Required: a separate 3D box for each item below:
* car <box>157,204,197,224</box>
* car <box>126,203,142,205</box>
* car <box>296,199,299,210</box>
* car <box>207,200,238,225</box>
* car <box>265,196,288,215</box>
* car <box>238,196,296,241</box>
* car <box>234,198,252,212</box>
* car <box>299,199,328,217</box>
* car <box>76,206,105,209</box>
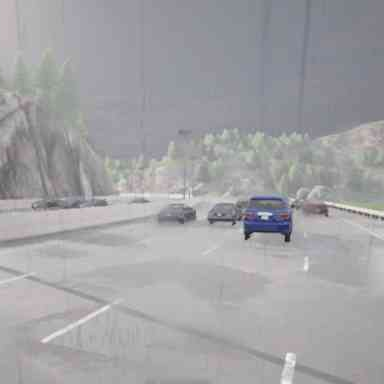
[{"bbox_3d":[-1.020,1.548,24.634,1.994,1.385,4.181,0,0,16],"label":"car"},{"bbox_3d":[-7.210,1.519,44.766,2.033,1.411,5.357,0,0,11],"label":"car"},{"bbox_3d":[13.712,1.521,41.716,2.033,1.411,5.357,0,0,10],"label":"car"},{"bbox_3d":[2.472,1.532,23.979,2.033,1.411,5.357,0,0,16],"label":"car"},{"bbox_3d":[8.658,1.332,34.330,2.097,1.767,4.553,0,0,13],"label":"car"},{"bbox_3d":[4.016,1.210,17.069,2.150,2.045,5.566,0,0,18],"label":"car"},{"bbox_3d":[6.103,1.477,39.196,1.837,1.490,4.892,0,-1,12],"label":"car"},{"bbox_3d":[11.590,1.458,31.490,1.882,1.535,5.008,0,0,13],"label":"car"},{"bbox_3d":[-11.858,1.466,39.551,2.128,1.511,4.902,0,0,12],"label":"car"}]
